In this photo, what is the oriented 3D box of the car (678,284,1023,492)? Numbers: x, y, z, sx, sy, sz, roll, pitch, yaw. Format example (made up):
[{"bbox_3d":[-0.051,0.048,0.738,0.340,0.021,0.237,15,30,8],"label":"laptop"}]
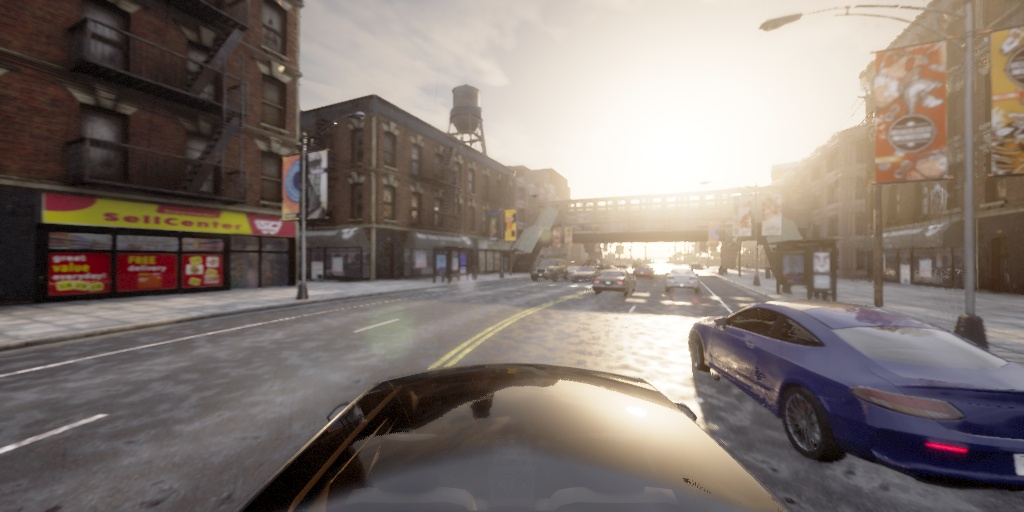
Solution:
[{"bbox_3d":[3.980,1.320,4.781,1.812,1.442,4.674,0,0,7],"label":"car"}]

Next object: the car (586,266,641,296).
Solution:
[{"bbox_3d":[6.112,1.489,21.091,2.033,1.411,5.357,0,-1,25],"label":"car"}]

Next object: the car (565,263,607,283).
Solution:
[{"bbox_3d":[6.527,1.572,30.769,2.033,1.411,5.357,0,-1,25],"label":"car"}]

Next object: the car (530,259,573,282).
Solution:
[{"bbox_3d":[3.550,1.247,32.662,2.150,2.045,5.566,0,0,25],"label":"car"}]

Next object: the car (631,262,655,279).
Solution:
[{"bbox_3d":[13.999,1.680,38.082,1.994,1.385,4.181,0,-1,25],"label":"car"}]

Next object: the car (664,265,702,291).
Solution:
[{"bbox_3d":[11.088,1.509,23.430,1.812,1.442,4.674,0,-1,25],"label":"car"}]
